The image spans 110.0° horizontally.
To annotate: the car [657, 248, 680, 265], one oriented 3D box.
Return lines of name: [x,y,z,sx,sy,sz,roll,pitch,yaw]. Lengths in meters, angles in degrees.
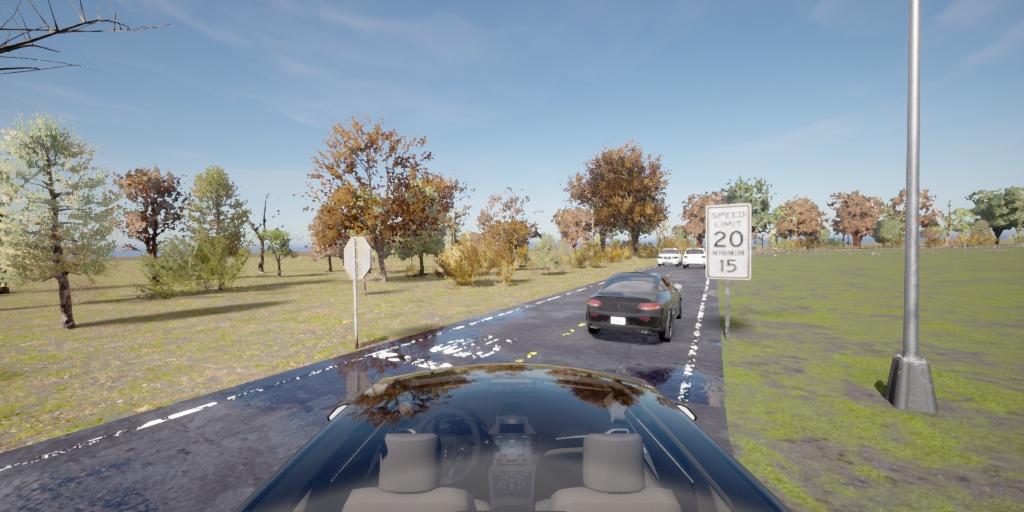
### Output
car: [18.260,0.132,41.402,2.150,2.045,5.566,0,1,30]

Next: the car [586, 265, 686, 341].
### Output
car: [3.336,1.136,9.449,1.812,1.442,4.674,0,1,30]

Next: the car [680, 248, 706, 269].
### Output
car: [18.948,0.210,36.927,2.150,2.045,5.566,0,1,30]
